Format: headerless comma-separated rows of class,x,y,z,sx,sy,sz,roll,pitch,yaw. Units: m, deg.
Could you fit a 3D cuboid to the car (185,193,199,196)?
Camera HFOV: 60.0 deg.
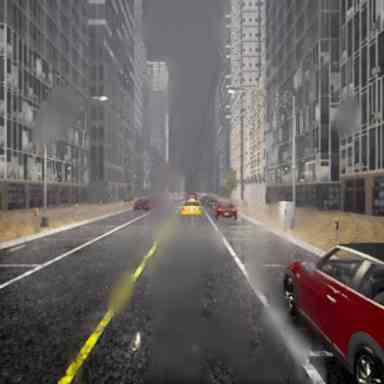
car,-0.043,1.157,57.124,2.150,2.045,5.566,0,-1,0

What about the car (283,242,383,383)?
car,2.687,1.433,4.794,1.967,1.590,4.097,0,0,0

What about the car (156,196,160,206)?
car,-5.724,1.498,44.642,1.802,1.307,4.206,0,0,0

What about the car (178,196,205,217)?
car,0.000,1.423,29.955,1.801,1.575,5.366,0,0,1

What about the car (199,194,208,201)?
car,2.631,1.258,78.794,1.967,1.590,4.097,0,0,0

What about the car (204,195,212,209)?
car,2.657,1.482,44.641,1.947,1.339,4.313,0,0,0

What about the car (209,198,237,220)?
car,2.670,1.500,27.564,1.887,1.381,4.507,0,0,0

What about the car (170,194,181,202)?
car,-3.056,1.431,71.061,1.895,1.301,4.718,0,0,0

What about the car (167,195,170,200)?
car,-5.737,1.436,61.720,1.947,1.339,4.313,0,0,0

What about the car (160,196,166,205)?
car,-5.732,1.431,56.027,1.887,1.381,4.507,0,0,0

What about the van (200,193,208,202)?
van,2.636,1.178,73.103,1.690,1.788,3.998,0,0,0

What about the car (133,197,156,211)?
car,-5.719,1.475,38.949,1.887,1.381,4.507,0,0,0

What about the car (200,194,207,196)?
car,2.648,1.452,56.025,1.947,1.339,4.313,0,0,0
